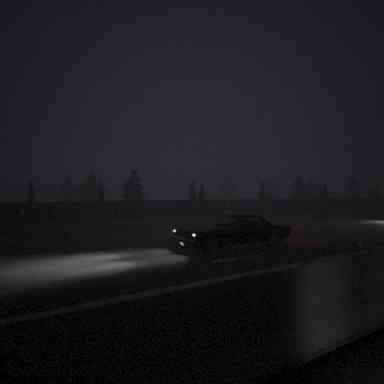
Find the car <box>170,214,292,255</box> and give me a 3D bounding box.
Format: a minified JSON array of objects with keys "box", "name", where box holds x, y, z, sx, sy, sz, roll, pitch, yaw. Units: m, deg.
[{"box":[1.566,1.536,13.015,4.718,1.301,1.895,0,0,-30],"name":"car"}]
